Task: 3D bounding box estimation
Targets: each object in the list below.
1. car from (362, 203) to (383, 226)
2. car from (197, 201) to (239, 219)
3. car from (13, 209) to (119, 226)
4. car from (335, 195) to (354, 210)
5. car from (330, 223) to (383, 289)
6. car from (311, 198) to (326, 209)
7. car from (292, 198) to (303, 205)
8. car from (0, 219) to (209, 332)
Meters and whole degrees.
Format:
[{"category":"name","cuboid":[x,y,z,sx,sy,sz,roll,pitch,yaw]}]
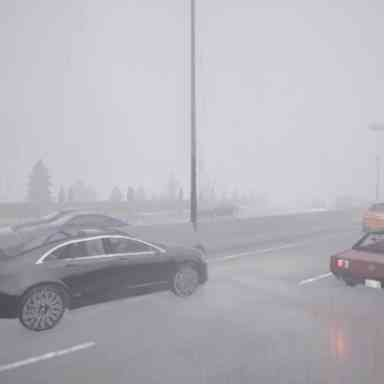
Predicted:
[{"category":"car","cuboid":[11.611,1.399,19.352,2.097,1.767,4.553,0,0,42]},{"category":"car","cuboid":[2.358,1.580,30.212,1.882,1.535,5.008,0,0,40]},{"category":"car","cuboid":[-4.753,1.568,13.819,4.674,1.442,1.812,0,0,-39]},{"category":"car","cuboid":[21.672,1.425,47.258,2.150,2.045,5.566,0,-1,26]},{"category":"car","cuboid":[5.449,1.616,8.350,4.718,1.301,1.895,0,0,-41]},{"category":"car","cuboid":[19.501,1.725,51.041,2.128,1.511,4.902,0,-1,24]},{"category":"car","cuboid":[21.173,1.908,67.051,1.812,1.442,4.674,0,-1,14]},{"category":"car","cuboid":[-1.837,1.511,6.932,4.902,1.511,2.128,0,0,-37]}]
